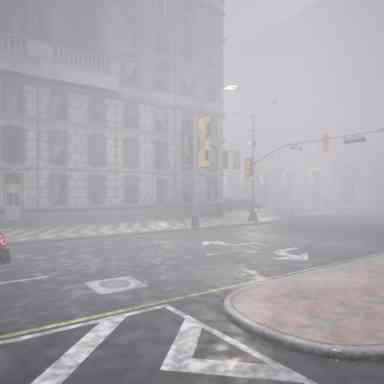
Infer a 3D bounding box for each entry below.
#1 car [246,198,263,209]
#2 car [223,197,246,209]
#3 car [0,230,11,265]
[{"bbox_3d":[7.371,1.553,46.347,2.033,1.411,5.357,0,0,-36],"label":"car"},{"bbox_3d":[4.497,1.510,44.358,1.837,1.490,4.892,0,0,-36],"label":"car"},{"bbox_3d":[-7.329,1.352,8.599,4.553,1.767,2.097,0,0,-35],"label":"car"}]
